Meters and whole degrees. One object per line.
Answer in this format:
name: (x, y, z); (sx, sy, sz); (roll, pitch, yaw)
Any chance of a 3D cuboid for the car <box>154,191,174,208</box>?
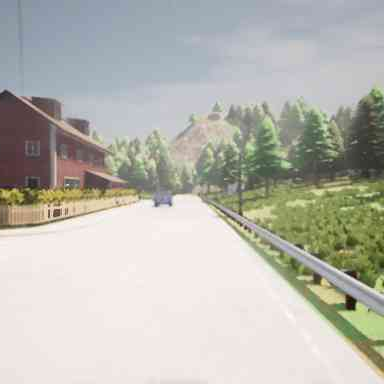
car: (-3.568, 0.890, 42.664); (2.150, 2.045, 5.566); (0, 0, 0)
